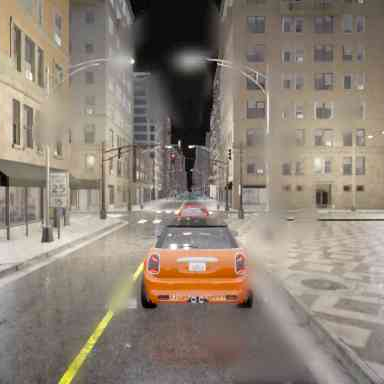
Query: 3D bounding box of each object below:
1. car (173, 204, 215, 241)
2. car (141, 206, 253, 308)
[{"bbox_3d":[0.084,1.477,17.656,1.882,1.535,5.008,0,0,0],"label":"car"},{"bbox_3d":[0.089,1.352,8.056,2.097,1.767,4.553,0,0,0],"label":"car"}]
